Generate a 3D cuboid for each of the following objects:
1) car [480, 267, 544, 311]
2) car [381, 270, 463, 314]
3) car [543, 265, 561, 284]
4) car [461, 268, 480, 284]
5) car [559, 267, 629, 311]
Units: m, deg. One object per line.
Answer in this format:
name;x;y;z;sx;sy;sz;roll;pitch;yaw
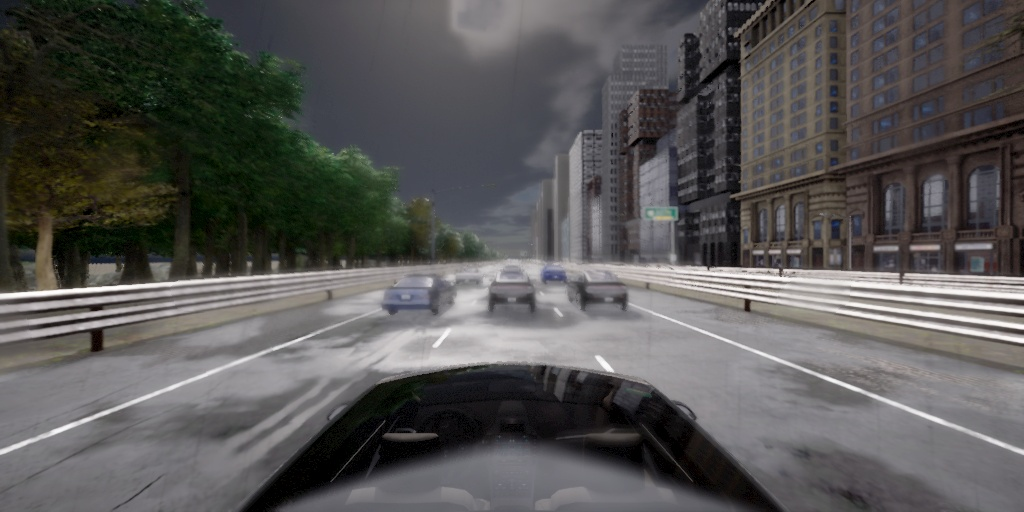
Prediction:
car;0.016;1.382;15.339;2.128;1.511;4.902;0;0;0
car;-3.495;1.426;14.341;2.033;1.411;5.357;0;-1;0
car;3.520;1.540;31.067;1.882;1.535;5.008;0;0;1
car;-3.491;1.653;30.084;1.895;1.301;4.718;0;-1;0
car;3.516;1.382;15.345;2.128;1.511;4.902;0;0;0
